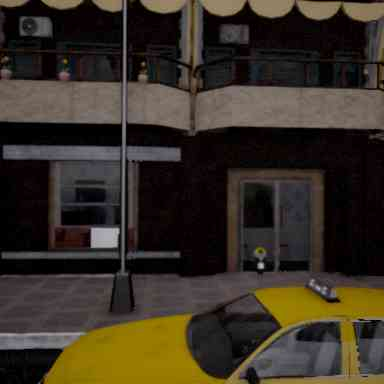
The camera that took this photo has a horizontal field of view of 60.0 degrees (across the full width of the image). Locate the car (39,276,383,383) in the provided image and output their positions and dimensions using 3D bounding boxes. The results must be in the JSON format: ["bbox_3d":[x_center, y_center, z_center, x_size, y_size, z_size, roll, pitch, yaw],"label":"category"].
[{"bbox_3d":[0.993,1.555,3.220,4.829,1.417,1.752,1,-1,-4],"label":"car"}]
